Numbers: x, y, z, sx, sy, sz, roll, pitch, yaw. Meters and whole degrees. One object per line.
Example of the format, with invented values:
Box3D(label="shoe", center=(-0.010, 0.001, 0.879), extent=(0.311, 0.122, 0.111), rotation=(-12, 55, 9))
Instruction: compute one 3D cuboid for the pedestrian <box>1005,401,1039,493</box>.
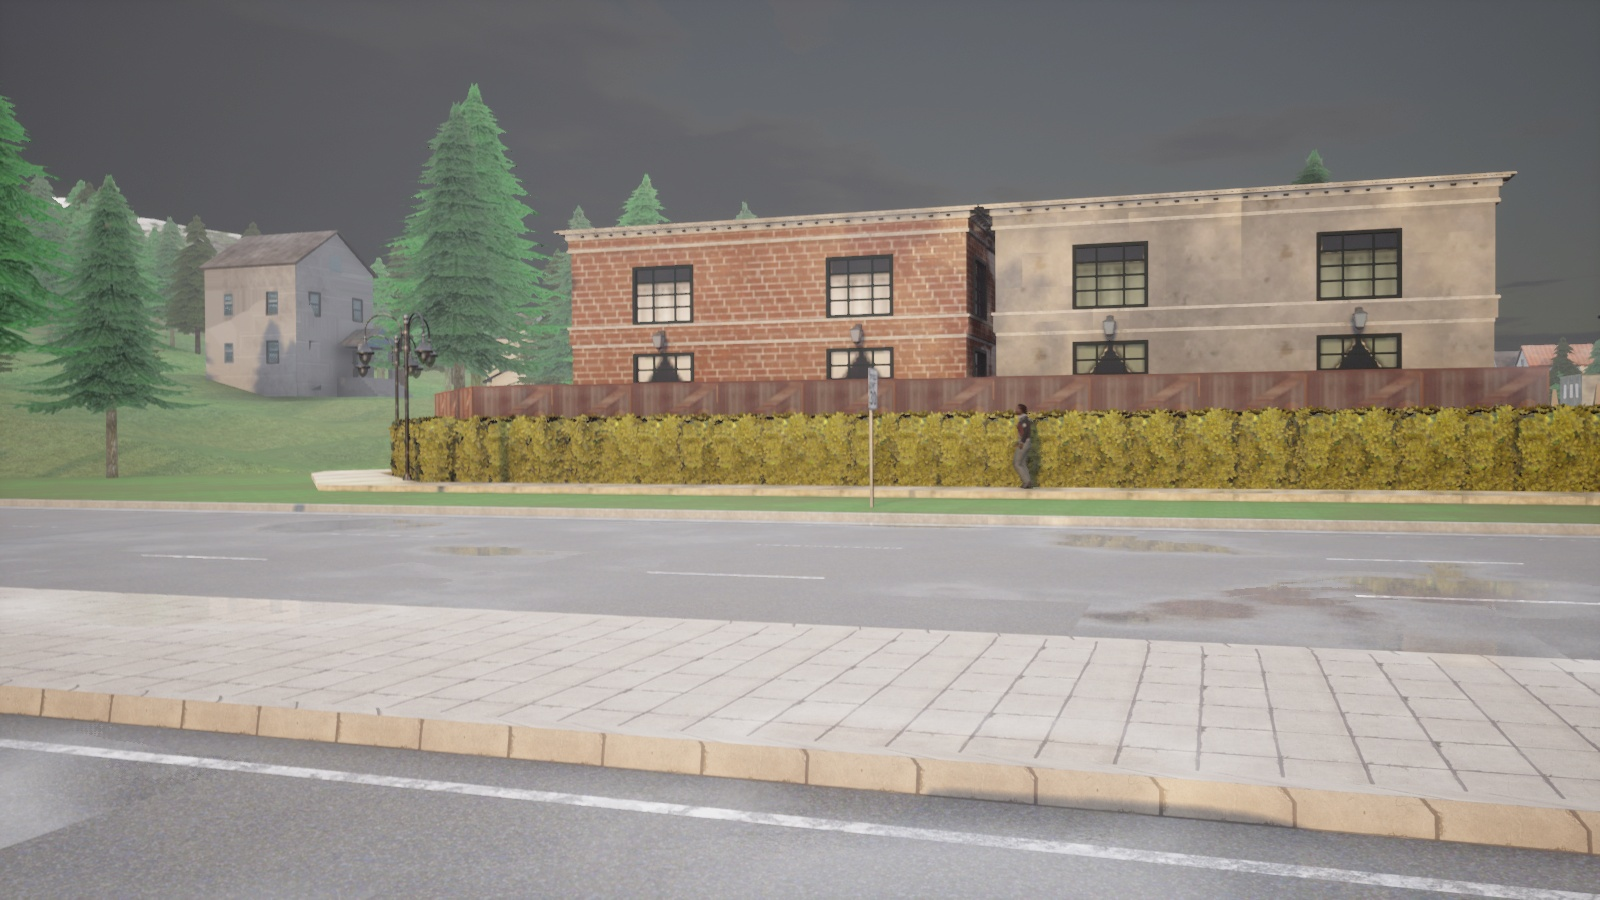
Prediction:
Box3D(label="pedestrian", center=(4.733, -0.067, 26.761), extent=(0.666, 1.930, 0.402), rotation=(0, 1, 19))
